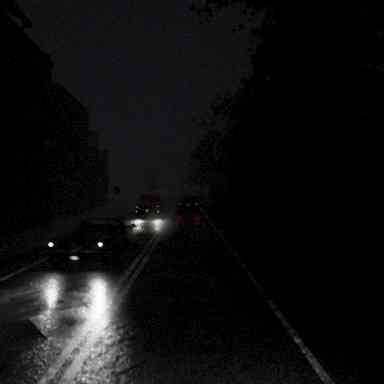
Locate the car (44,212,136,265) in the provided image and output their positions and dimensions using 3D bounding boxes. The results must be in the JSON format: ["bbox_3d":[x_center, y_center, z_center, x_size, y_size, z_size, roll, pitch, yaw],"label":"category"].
[{"bbox_3d":[-3.424,1.609,11.855,1.895,1.301,4.718,0,0,-1],"label":"car"}]

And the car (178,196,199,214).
[{"bbox_3d":[-0.379,1.223,33.866,2.097,1.767,4.553,0,1,-1],"label":"car"}]

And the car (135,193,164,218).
[{"bbox_3d":[-3.715,1.131,29.867,2.150,2.045,5.566,0,1,-1],"label":"car"}]
